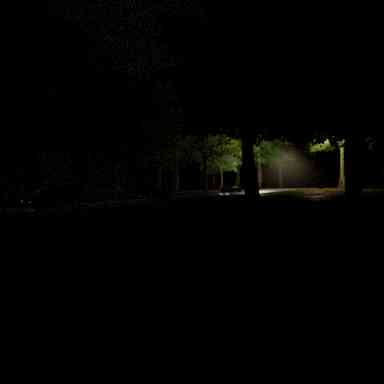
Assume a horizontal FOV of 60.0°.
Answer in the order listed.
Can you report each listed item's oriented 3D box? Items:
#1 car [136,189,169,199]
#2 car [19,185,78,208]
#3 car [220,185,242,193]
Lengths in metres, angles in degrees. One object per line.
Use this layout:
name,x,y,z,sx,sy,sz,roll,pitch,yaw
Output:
car,-5.229,0.231,44.453,1.895,1.301,4.718,-1,2,38
car,-14.065,0.417,32.987,2.150,2.045,5.566,-1,2,37
car,7.164,-0.563,60.392,2.033,1.411,5.357,-1,2,38
